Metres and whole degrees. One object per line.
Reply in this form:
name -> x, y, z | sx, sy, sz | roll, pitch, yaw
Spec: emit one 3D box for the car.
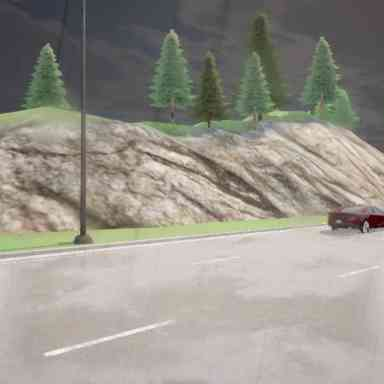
car -> 9.972, 1.478, 19.485 | 5.008, 1.535, 1.882 | 0, 0, -36
